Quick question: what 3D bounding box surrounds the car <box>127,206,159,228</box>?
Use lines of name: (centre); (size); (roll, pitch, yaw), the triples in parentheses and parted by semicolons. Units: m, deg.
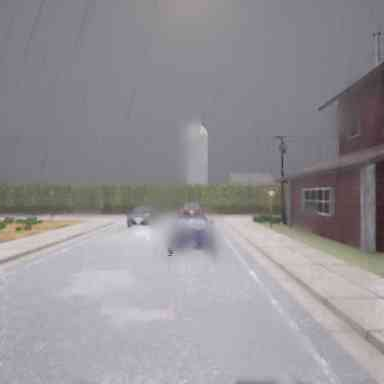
car: (-3.528, 1.769, 24.535); (2.128, 1.511, 4.902); (0, -1, 1)

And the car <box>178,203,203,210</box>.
car: (-0.109, 1.672, 28.165); (2.097, 1.767, 4.553); (0, -1, -2)

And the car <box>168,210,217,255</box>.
car: (0.023, 1.682, 13.858); (1.812, 1.442, 4.674); (0, 0, 1)
